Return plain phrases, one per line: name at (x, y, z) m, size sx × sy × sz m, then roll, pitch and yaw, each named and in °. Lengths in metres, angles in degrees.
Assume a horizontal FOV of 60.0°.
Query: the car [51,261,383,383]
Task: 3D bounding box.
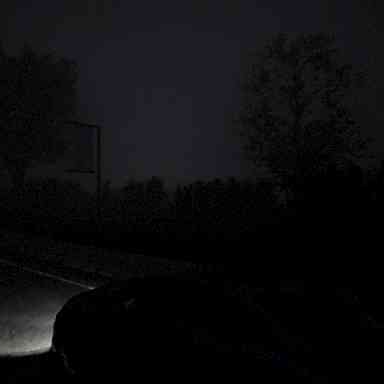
car at (0.151, 1.585, 4.044) m, size 4.181 × 1.385 × 1.994 m, roll -1°, pitch 0°, yaw 37°
